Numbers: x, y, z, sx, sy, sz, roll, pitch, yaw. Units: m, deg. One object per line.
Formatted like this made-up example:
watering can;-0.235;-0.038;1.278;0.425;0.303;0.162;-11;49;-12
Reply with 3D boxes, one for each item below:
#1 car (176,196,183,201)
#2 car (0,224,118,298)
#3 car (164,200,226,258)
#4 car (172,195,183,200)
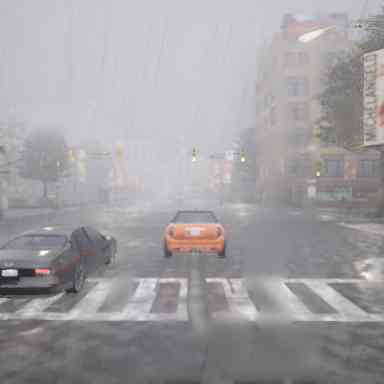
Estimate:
car;-3.435;1.711;93.528;1.895;1.301;4.718;0;0;1
car;-3.395;1.562;8.732;2.033;1.411;5.357;0;0;0
car;0.108;1.373;13.072;2.097;1.767;4.553;0;0;0
car;-3.442;1.728;83.506;1.895;1.301;4.718;0;0;0
